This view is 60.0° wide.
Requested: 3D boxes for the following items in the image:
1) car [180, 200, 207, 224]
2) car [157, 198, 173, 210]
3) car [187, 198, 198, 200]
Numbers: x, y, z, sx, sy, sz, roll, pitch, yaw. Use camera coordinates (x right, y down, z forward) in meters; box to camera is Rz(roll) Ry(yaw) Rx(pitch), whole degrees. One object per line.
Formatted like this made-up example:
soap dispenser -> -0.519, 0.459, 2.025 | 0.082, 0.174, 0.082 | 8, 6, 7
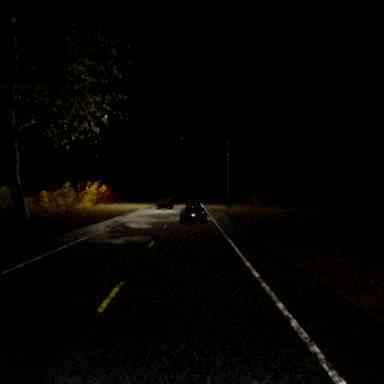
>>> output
car -> 0.095, 1.584, 25.247 | 1.994, 1.385, 4.181 | 0, 0, 0
car -> -3.521, 1.522, 43.784 | 1.882, 1.535, 5.008 | 0, 0, 0
car -> 0.090, 1.546, 42.111 | 1.837, 1.490, 4.892 | 0, 0, 0
